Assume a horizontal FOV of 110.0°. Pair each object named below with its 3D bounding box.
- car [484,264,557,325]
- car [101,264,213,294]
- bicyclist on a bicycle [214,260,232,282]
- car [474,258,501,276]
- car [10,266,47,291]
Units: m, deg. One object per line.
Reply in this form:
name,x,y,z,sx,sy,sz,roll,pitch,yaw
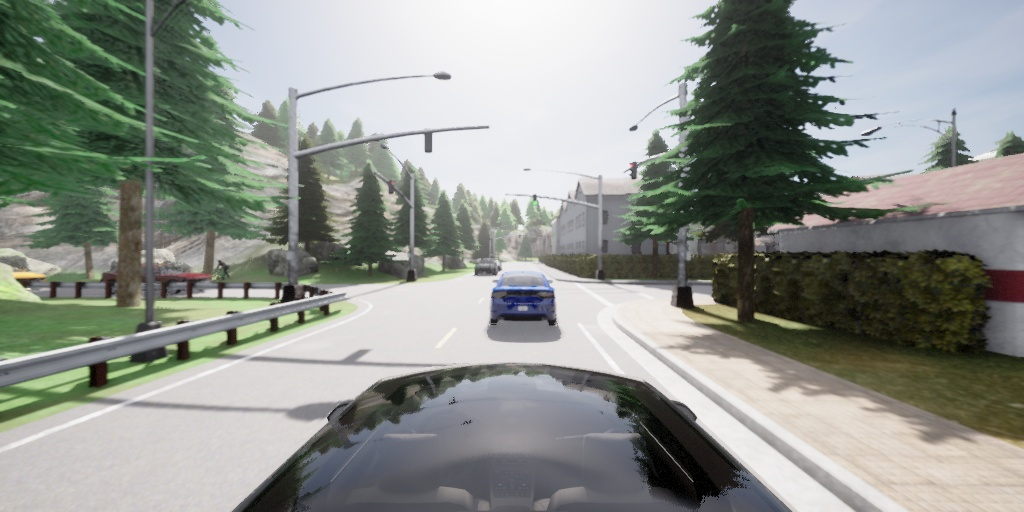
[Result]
car,0.357,1.212,11.803,1.882,1.535,5.008,0,0,2
car,-18.853,1.187,19.186,5.008,1.535,1.882,0,0,1
bicyclist on a bicycle,-21.212,1.096,26.290,0.582,1.620,1.656,-2,6,1
car,-2.613,1.041,36.928,2.097,1.767,4.553,0,0,2
car,-28.361,1.173,19.398,5.008,1.535,1.882,0,0,1
